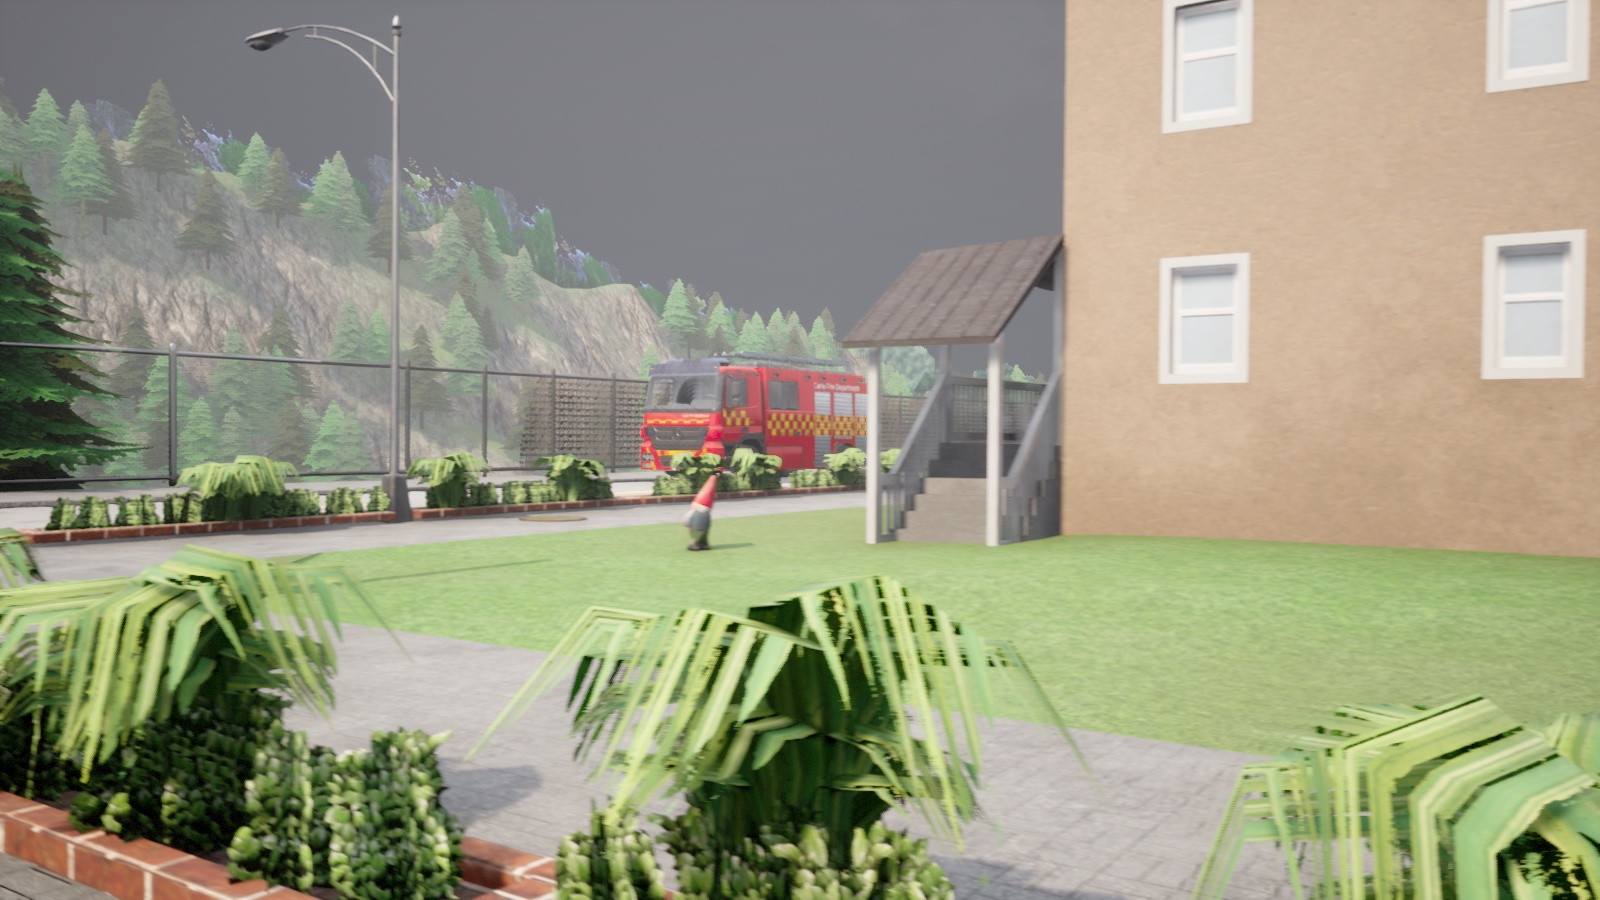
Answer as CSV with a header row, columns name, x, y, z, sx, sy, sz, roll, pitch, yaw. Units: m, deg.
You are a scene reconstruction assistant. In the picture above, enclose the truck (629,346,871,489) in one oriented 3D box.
name,x,y,z,sx,sy,sz,roll,pitch,yaw
truck,-1.256,-0.942,38.104,2.891,3.827,8.468,0,1,34
